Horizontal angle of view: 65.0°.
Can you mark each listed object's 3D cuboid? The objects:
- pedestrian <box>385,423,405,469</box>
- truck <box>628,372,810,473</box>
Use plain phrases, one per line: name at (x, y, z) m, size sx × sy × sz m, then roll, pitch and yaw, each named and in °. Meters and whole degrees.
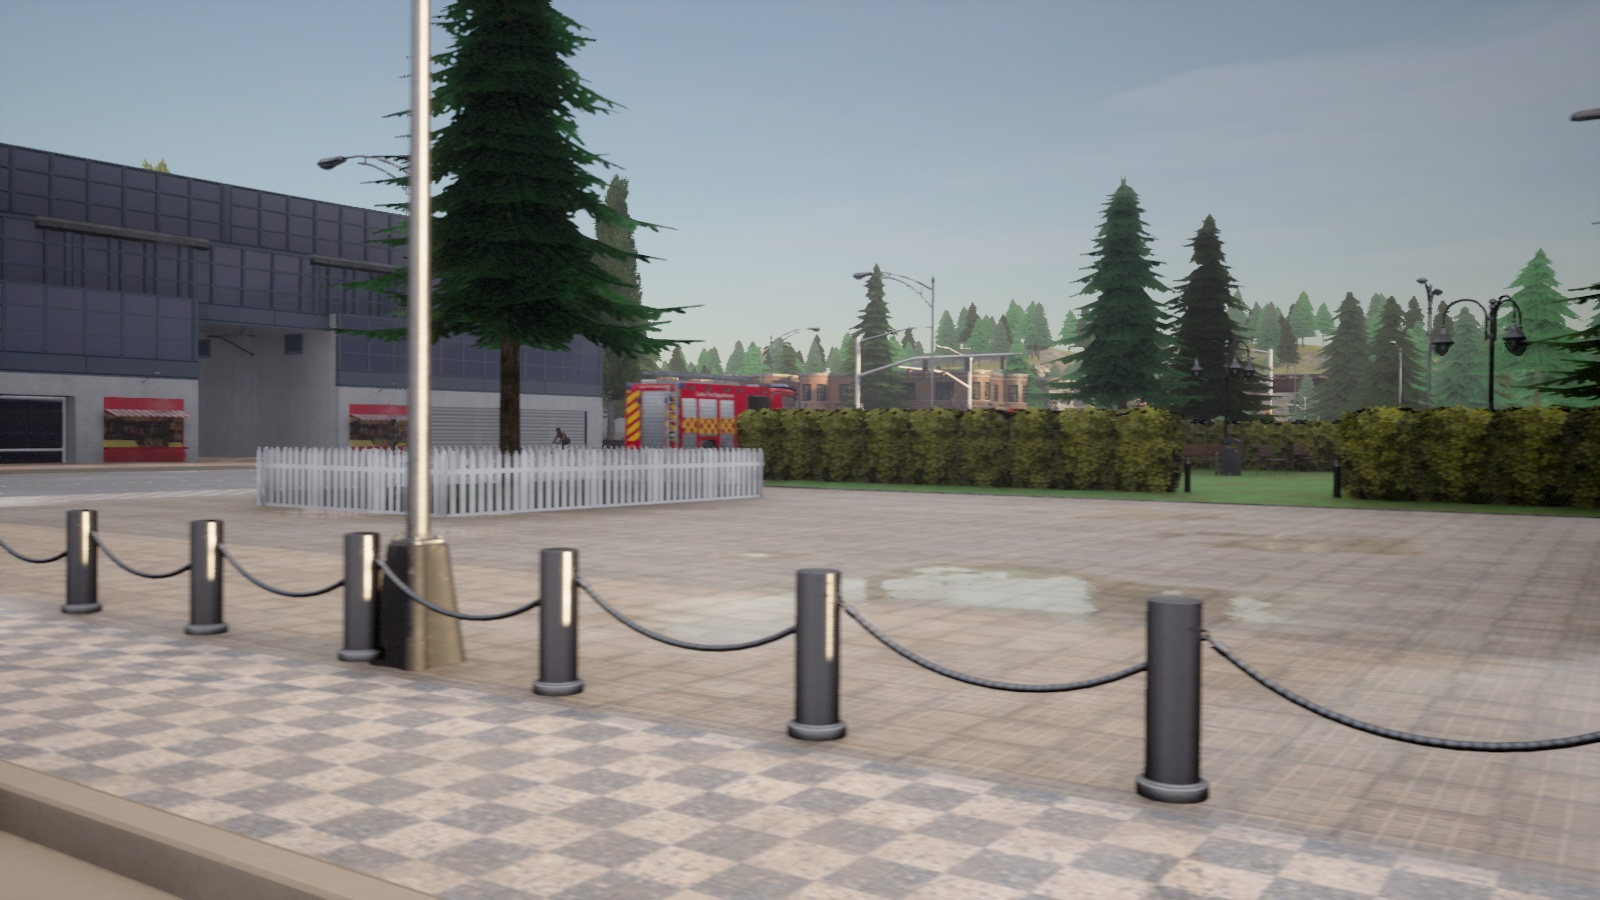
pedestrian at (-17.179, -0.182, 53.301) m, size 0.396 × 1.930 × 0.692 m, roll 0°, pitch 1°, yaw 44°
truck at (-3.128, -1.110, 51.673) m, size 2.891 × 3.827 × 8.468 m, roll 0°, pitch 1°, yaw 34°
